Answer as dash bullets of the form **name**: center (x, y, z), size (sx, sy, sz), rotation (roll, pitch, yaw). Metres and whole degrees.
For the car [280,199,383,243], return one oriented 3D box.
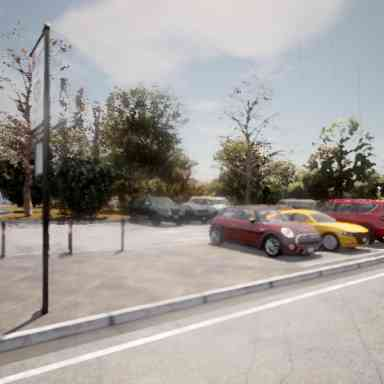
- **car**: center (7.582, 1.389, 16.661), size (2.435, 2.045, 5.566), rotation (2, -1, -36)

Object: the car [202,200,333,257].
- **car**: center (2.762, 1.381, 13.164), size (2.185, 1.767, 4.553), rotation (2, -1, -36)

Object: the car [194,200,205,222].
- **car**: center (-0.513, 1.616, 25.902), size (2.231, 1.521, 4.892), rotation (2, -1, -36)

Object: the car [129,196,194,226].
- **car**: center (-2.655, 1.303, 24.319), size (2.435, 2.045, 5.566), rotation (2, -1, -36)

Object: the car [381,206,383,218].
- **car**: center (30.240, 3.027, 48.059), size (2.185, 1.767, 4.553), rotation (4, -2, -35)

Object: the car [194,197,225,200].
- **car**: center (1.764, 1.430, 27.528), size (2.435, 2.045, 5.566), rotation (2, -1, -36)

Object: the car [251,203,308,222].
- **car**: center (8.433, 1.934, 32.586), size (1.946, 1.575, 5.366), rotation (2, -1, -36)

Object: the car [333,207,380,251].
- **car**: center (5.231, 1.574, 14.925), size (2.097, 1.535, 5.008), rotation (2, -1, -36)

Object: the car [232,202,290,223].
- **car**: center (6.273, 1.846, 31.034), size (1.946, 1.575, 5.366), rotation (2, -1, -36)

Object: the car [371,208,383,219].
- **car**: center (27.688, 3.027, 46.169), size (2.002, 1.452, 4.674), rotation (4, -2, -36)
